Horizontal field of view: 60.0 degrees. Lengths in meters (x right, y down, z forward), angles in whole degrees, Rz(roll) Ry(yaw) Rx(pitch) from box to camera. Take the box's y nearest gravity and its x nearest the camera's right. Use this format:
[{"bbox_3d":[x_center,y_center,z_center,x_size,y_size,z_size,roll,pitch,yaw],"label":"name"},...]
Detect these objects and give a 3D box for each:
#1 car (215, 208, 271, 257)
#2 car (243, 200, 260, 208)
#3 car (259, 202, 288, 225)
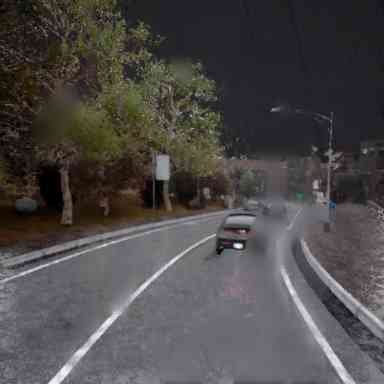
[{"bbox_3d":[2.165,1.631,13.751,1.837,1.490,4.892,2,0,14],"label":"car"},{"bbox_3d":[7.679,1.804,41.493,1.837,1.490,4.892,2,0,20],"label":"car"},{"bbox_3d":[7.646,1.801,30.448,1.882,1.535,5.008,2,0,20],"label":"car"}]
